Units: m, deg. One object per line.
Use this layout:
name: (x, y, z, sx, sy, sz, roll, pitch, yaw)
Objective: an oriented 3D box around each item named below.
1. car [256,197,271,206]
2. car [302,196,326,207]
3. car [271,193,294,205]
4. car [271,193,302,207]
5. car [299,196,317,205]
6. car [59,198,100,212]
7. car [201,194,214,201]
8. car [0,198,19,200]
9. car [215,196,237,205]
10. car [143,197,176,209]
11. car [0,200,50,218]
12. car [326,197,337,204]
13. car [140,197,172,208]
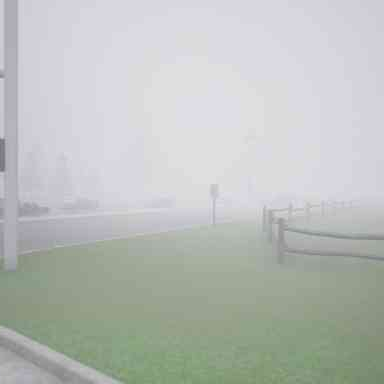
car: (12.125, 1.564, 54.544, 1.994, 1.385, 4.181, 0, 0, 36)
car: (18.655, 1.478, 51.499, 1.882, 1.535, 5.008, 0, 0, 36)
car: (16.624, 1.221, 60.822, 2.150, 2.045, 5.566, 0, 0, 36)
car: (14.864, 1.223, 52.230, 2.150, 2.045, 5.566, 0, 0, 36)
car: (21.461, 1.505, 61.337, 1.837, 1.490, 4.892, 0, 0, 36)
car: (-13.030, 1.491, 38.776, 2.128, 1.511, 4.902, 0, 0, 35)
car: (3.612, 1.092, 62.493, 1.882, 1.535, 5.008, 0, 0, 36)
car: (-18.231, 1.352, 31.250, 2.097, 1.767, 4.553, 0, 0, 35)
car: (6.450, 1.571, 60.444, 1.812, 1.442, 4.674, 0, 0, 36)
car: (-4.130, 1.504, 45.482, 1.837, 1.490, 4.892, 0, 0, 35)
car: (-15.239, 1.601, 29.424, 1.895, 1.301, 4.718, 0, 0, 35)
car: (24.612, 1.564, 59.719, 1.994, 1.385, 4.181, 0, 0, 36)
car: (-5.326, 1.490, 49.895, 2.128, 1.511, 4.902, 0, 0, 35)
